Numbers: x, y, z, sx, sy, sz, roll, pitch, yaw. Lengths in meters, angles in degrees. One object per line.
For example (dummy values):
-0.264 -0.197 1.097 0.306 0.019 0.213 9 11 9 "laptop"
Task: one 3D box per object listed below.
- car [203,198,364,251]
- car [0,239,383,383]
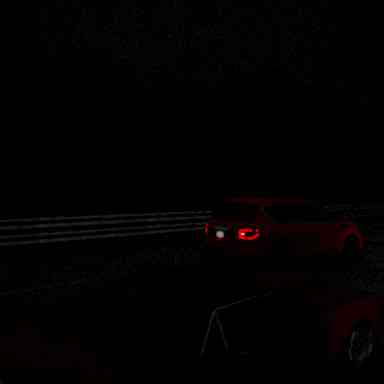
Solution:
2.913 1.203 10.107 5.566 2.045 2.150 1 0 -35 "car"
0.352 1.591 3.995 4.718 1.301 1.895 -1 1 -36 "car"
